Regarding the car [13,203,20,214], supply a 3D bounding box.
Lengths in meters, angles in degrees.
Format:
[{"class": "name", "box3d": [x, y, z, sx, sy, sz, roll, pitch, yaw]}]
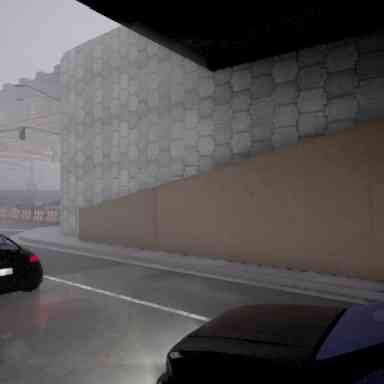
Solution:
[{"class": "car", "box3d": [-15.766, 1.452, 32.377, 2.038, 1.542, 4.974, 0, 0, -9]}]

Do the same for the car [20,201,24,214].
[{"class": "car", "box3d": [-12.077, 1.452, 29.615, 4.974, 1.542, 2.038, 0, 0, 1]}]

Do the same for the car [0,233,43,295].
[{"class": "car", "box3d": [-5.361, 1.564, 7.786, 4.181, 1.385, 1.994, 0, 0, 36]}]

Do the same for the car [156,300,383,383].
[{"class": "car", "box3d": [2.278, 1.547, 2.364, 5.357, 1.411, 2.033, 0, 0, 36]}]

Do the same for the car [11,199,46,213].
[{"class": "car", "box3d": [-15.774, 1.294, 32.428, 1.853, 1.218, 4.536, 0, 0, -9]}]

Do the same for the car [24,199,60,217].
[{"class": "car", "box3d": [-12.025, 1.294, 29.614, 4.536, 1.218, 1.853, 0, 0, 1]}]
